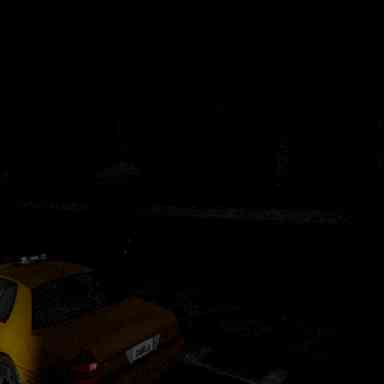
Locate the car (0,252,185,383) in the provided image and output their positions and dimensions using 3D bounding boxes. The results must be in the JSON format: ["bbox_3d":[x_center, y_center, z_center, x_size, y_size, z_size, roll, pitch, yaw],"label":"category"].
[{"bbox_3d":[-2.362,1.525,4.650,4.829,1.417,1.752,0,0,36],"label":"car"}]
